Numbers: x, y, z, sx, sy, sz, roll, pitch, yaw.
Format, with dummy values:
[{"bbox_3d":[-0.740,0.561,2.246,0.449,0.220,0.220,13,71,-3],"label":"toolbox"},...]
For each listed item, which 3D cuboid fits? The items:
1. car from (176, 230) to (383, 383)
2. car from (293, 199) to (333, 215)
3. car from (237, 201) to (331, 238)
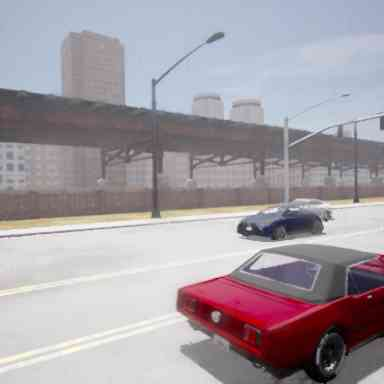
[{"bbox_3d":[2.201,1.506,5.280,4.718,1.301,1.895,-1,1,-34],"label":"car"},{"bbox_3d":[7.231,1.163,21.566,4.674,1.442,1.812,-1,1,-34],"label":"car"},{"bbox_3d":[4.066,1.325,15.206,4.181,1.385,1.994,-1,1,-34],"label":"car"}]
